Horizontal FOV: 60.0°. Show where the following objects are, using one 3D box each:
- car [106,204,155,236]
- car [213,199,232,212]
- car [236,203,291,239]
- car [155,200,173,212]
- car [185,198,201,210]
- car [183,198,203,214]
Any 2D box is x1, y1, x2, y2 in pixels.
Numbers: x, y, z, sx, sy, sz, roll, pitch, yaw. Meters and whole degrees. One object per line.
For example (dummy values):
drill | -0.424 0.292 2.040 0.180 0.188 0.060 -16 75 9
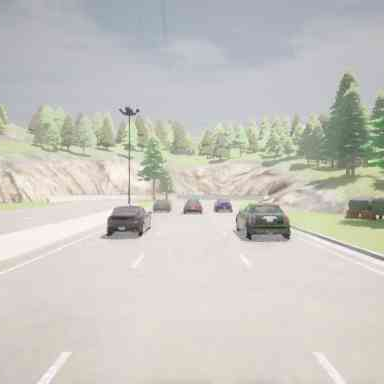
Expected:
car | -3.394 1.505 18.493 1.837 1.490 4.892 0 0 0
car | 3.616 1.526 39.109 1.812 1.442 4.674 0 0 0
car | 3.604 1.352 17.540 2.097 1.767 4.553 0 0 0
car | -3.387 1.564 38.669 1.994 1.385 4.181 0 0 0
car | 0.166 1.547 44.514 2.033 1.411 5.357 0 0 1
car | 0.108 1.564 35.271 1.994 1.385 4.181 0 0 0
